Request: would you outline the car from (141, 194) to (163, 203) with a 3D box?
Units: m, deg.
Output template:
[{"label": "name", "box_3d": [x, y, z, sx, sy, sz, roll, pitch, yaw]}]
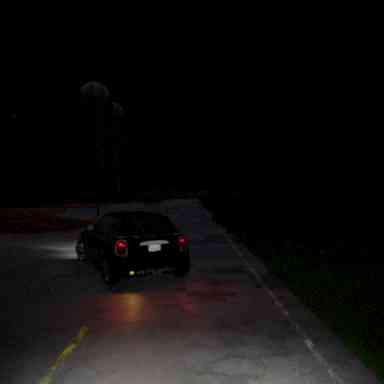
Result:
[{"label": "car", "box_3d": [-9.058, 1.735, 73.496, 4.181, 1.381, 1.994, 0, 0, -1]}]

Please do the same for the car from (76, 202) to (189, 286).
[{"label": "car", "box_3d": [-1.913, 1.342, 9.763, 2.097, 1.767, 4.553, 0, 0, -29]}]
